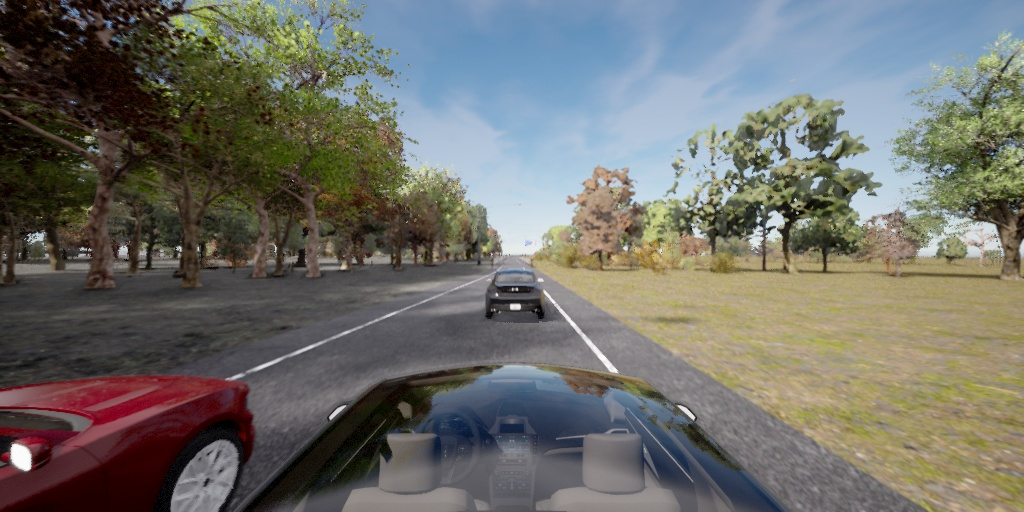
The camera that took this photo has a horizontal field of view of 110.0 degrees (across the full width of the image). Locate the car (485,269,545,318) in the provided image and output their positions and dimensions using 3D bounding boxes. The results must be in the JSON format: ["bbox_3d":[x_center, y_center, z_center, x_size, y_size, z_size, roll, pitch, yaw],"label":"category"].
[{"bbox_3d":[0.100,1.206,12.720,1.837,1.490,4.892,0,0,0],"label":"car"}]

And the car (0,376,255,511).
[{"bbox_3d":[-3.159,1.231,1.000,1.882,1.535,5.008,0,0,2],"label":"car"}]
